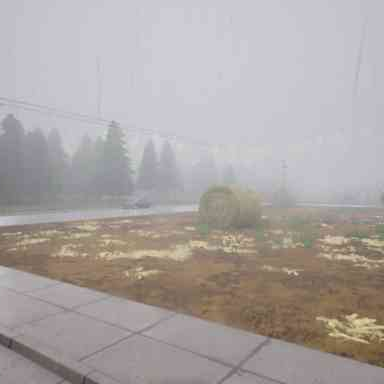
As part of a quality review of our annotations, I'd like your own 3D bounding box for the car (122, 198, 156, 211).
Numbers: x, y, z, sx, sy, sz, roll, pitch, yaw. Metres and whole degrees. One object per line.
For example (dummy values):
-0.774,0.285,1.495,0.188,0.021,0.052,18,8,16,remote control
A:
-6.635,1.517,41.728,1.837,1.490,4.892,0,0,37,car
